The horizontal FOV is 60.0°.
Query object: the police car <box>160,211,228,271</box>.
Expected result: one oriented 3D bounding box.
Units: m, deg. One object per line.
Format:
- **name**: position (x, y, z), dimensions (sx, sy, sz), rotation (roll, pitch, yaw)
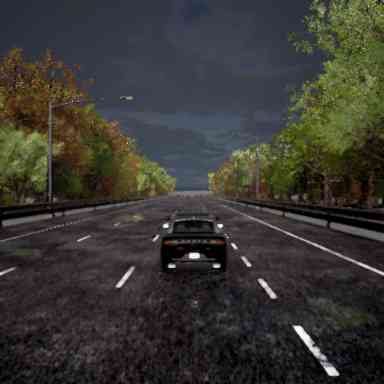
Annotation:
- **police car**: position (0.039, 1.456, 11.103), dimensions (1.930, 1.638, 5.238), rotation (0, -1, 0)
